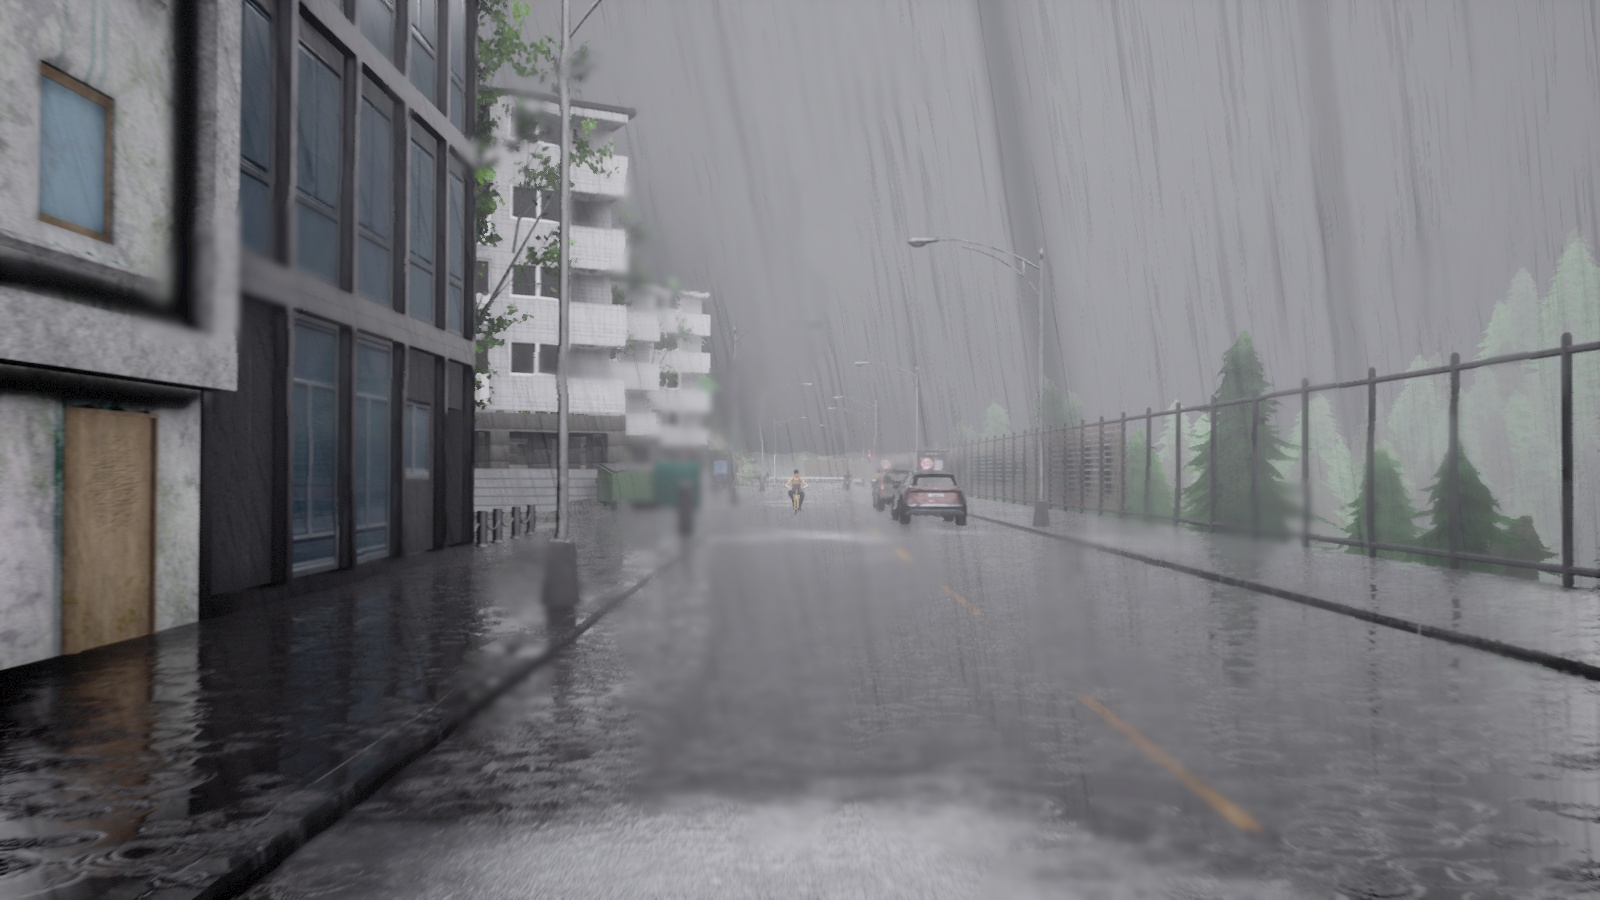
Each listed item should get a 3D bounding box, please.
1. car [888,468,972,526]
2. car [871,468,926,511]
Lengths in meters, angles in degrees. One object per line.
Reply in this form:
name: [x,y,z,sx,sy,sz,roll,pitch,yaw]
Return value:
car: [3.900,1.371,38.350,2.033,1.649,4.856,0,-1,0]
car: [3.871,1.530,49.726,1.851,1.617,3.988,0,-1,0]
